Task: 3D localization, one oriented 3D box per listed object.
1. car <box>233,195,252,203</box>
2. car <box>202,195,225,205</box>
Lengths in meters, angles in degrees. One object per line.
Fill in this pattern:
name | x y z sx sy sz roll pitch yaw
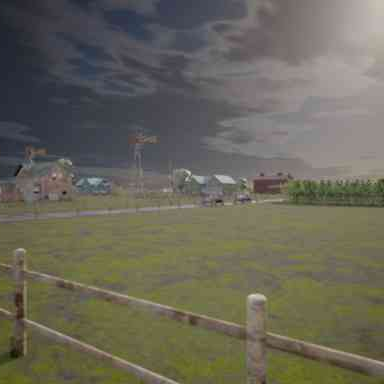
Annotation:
car | 9.218 1.263 60.673 1.812 1.442 4.674 -1 0 35
car | 3.376 1.281 52.089 2.128 1.511 4.902 -1 0 35
